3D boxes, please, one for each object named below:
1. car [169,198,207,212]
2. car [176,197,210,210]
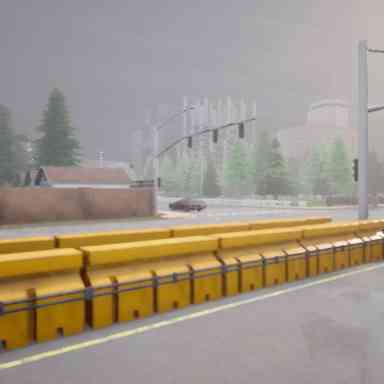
[{"bbox_3d":[-0.712,1.584,37.905,1.895,1.301,4.718,0,0,-33],"label":"car"},{"bbox_3d":[0.037,1.472,43.146,2.128,1.511,4.902,0,0,-33],"label":"car"}]
